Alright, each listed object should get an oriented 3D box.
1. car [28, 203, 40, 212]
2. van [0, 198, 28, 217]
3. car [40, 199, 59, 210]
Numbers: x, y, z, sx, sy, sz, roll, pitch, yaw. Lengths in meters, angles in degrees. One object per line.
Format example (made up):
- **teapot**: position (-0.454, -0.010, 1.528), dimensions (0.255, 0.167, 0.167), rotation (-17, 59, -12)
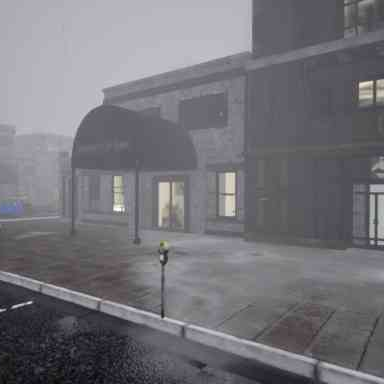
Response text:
- **car**: position (-19.634, 1.610, 36.699), dimensions (1.994, 1.385, 4.181), rotation (0, 0, 35)
- **van**: position (-17.346, 1.416, 29.866), dimensions (1.690, 1.788, 3.998), rotation (0, 0, 35)
- **car**: position (-17.976, 1.572, 43.594), dimensions (1.752, 1.417, 4.829), rotation (0, 0, 35)
